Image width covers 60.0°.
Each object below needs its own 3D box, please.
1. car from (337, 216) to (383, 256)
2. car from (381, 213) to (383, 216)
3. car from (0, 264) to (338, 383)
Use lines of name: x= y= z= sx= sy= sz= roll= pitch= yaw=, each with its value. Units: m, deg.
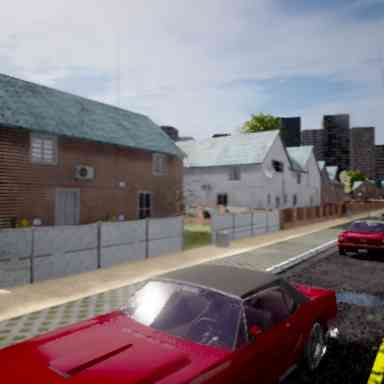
car: x=7.475 y=1.866 z=13.860 sx=1.895 sy=1.301 sz=4.718 roll=-1 pitch=-1 yaw=36
car: x=14.666 y=2.019 z=23.799 sx=1.994 sy=1.385 sz=4.181 roll=-1 pitch=-1 yaw=37
car: x=0.069 y=1.676 z=3.919 sx=1.895 sy=1.301 sz=4.718 roll=-1 pitch=-1 yaw=40
